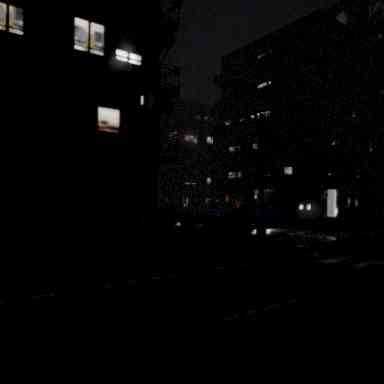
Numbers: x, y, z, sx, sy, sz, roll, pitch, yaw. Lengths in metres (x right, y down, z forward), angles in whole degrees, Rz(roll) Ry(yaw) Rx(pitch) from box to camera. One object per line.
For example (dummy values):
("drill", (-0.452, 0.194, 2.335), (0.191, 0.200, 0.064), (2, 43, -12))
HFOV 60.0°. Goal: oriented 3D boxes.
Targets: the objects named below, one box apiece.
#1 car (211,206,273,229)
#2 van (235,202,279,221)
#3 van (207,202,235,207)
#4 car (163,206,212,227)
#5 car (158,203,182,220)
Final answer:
("car", (3.817, 2.039, 25.921), (1.994, 1.385, 4.181), (1, -1, -36))
("van", (6.450, 1.915, 32.087), (1.690, 1.788, 3.998), (0, -1, -36))
("van", (3.134, 1.987, 36.602), (1.690, 1.788, 3.998), (0, -1, -36))
("car", (-0.293, 2.077, 27.168), (1.802, 1.307, 4.206), (0, -1, -36))
("car", (-1.741, 1.948, 33.481), (2.097, 1.767, 4.553), (1, -1, -36))
